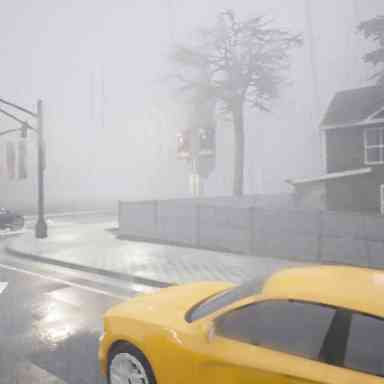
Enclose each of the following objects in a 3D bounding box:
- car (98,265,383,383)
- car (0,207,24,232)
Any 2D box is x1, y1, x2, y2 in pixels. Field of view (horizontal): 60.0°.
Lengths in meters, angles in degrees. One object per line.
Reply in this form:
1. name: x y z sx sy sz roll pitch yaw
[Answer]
1. car: 1.220 1.478 3.120 5.008 1.535 1.882 0 0 35
2. car: -10.004 1.331 15.779 2.128 1.511 4.902 -2 1 5
